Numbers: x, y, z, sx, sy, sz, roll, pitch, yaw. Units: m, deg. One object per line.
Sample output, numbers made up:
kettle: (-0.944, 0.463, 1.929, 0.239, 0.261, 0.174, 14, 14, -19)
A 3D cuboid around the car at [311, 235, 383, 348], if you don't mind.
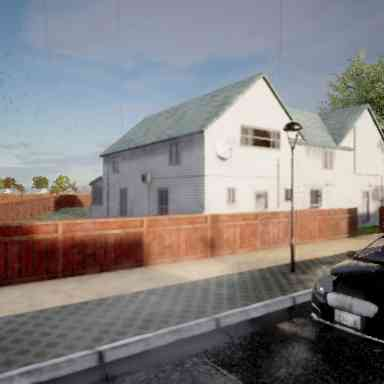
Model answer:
car: (4.186, 1.516, 6.042, 4.902, 1.511, 2.128, 0, 0, -35)
